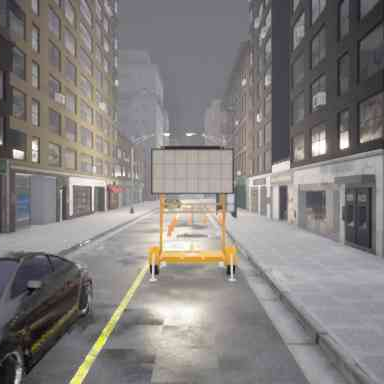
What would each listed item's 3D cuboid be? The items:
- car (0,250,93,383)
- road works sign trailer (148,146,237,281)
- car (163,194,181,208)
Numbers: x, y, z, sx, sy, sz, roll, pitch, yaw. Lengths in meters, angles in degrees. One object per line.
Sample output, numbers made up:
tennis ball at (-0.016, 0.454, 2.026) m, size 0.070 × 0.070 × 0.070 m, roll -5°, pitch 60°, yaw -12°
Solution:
car at (-2.843, 1.563, 4.601) m, size 1.994 × 1.385 × 4.181 m, roll 0°, pitch 0°, yaw 0°
road works sign trailer at (0.015, 0.463, 9.795) m, size 2.380 × 3.560 × 2.880 m, roll 0°, pitch 0°, yaw 0°
car at (-2.780, 1.198, 47.040) m, size 2.150 × 2.045 × 5.566 m, roll 0°, pitch 0°, yaw 0°
